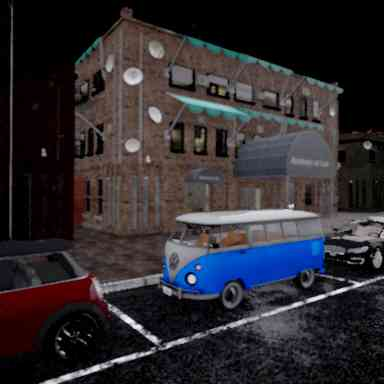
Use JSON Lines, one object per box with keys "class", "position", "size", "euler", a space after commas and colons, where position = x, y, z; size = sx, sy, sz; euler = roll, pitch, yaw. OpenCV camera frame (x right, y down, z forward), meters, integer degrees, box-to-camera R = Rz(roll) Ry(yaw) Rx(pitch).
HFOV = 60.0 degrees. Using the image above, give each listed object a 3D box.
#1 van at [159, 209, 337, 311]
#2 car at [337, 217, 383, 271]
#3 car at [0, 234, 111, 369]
{"class": "van", "position": [1.253, 1.321, 7.437], "size": [3.998, 1.788, 1.690], "euler": [0, 1, -35]}
{"class": "car", "position": [5.766, 1.509, 10.659], "size": [4.403, 1.369, 2.008], "euler": [0, 1, -35]}
{"class": "car", "position": [-3.260, 1.442, 4.221], "size": [4.097, 1.590, 1.967], "euler": [0, 1, -35]}
